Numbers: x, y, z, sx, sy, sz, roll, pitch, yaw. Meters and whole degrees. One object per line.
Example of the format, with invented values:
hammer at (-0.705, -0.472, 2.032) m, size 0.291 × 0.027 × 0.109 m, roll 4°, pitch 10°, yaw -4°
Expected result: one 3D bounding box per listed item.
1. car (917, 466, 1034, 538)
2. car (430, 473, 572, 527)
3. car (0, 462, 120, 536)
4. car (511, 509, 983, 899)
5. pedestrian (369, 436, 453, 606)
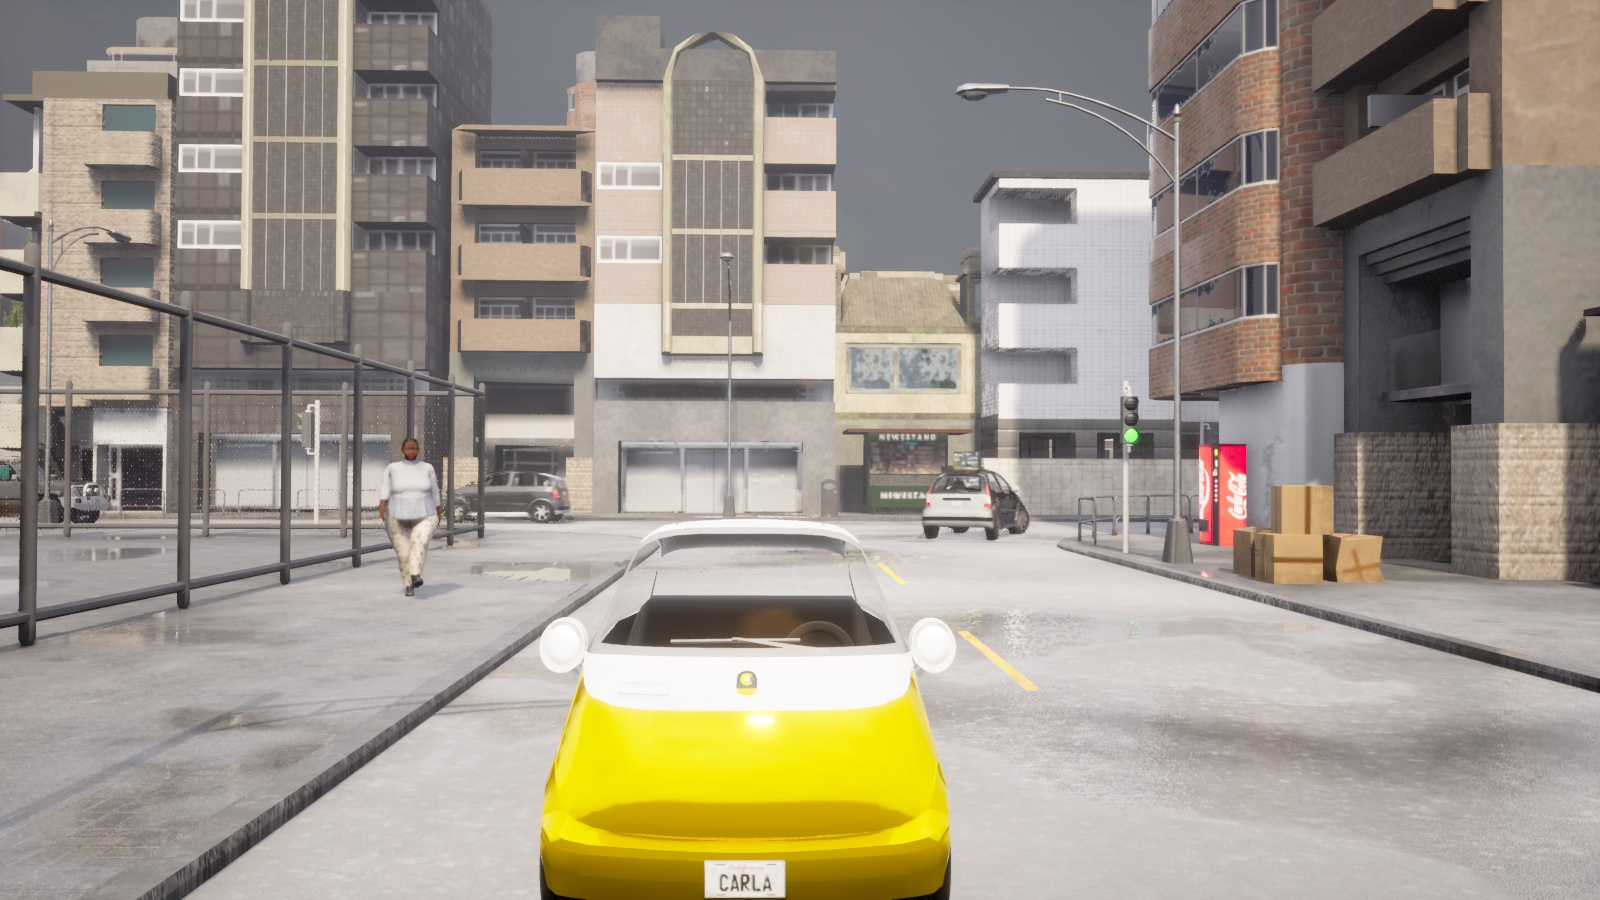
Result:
car at (4.335, 1.206, 30.478) m, size 1.851 × 1.617 × 3.988 m, roll -1°, pitch -1°, yaw 23°
car at (-8.729, 1.446, 36.874) m, size 3.705 × 1.549 × 1.789 m, roll 0°, pitch -1°, yaw 1°
car at (-20.481, 1.259, 32.573) m, size 4.605 × 1.855 × 1.932 m, roll 0°, pitch -1°, yaw -1°
car at (-0.190, 0.955, 5.061) m, size 1.481 × 1.376 × 2.207 m, roll 0°, pitch -1°, yaw -1°
pedestrian at (-4.385, 0.780, 14.209) m, size 0.874 × 1.855 × 0.900 m, roll 0°, pitch -1°, yaw -16°
